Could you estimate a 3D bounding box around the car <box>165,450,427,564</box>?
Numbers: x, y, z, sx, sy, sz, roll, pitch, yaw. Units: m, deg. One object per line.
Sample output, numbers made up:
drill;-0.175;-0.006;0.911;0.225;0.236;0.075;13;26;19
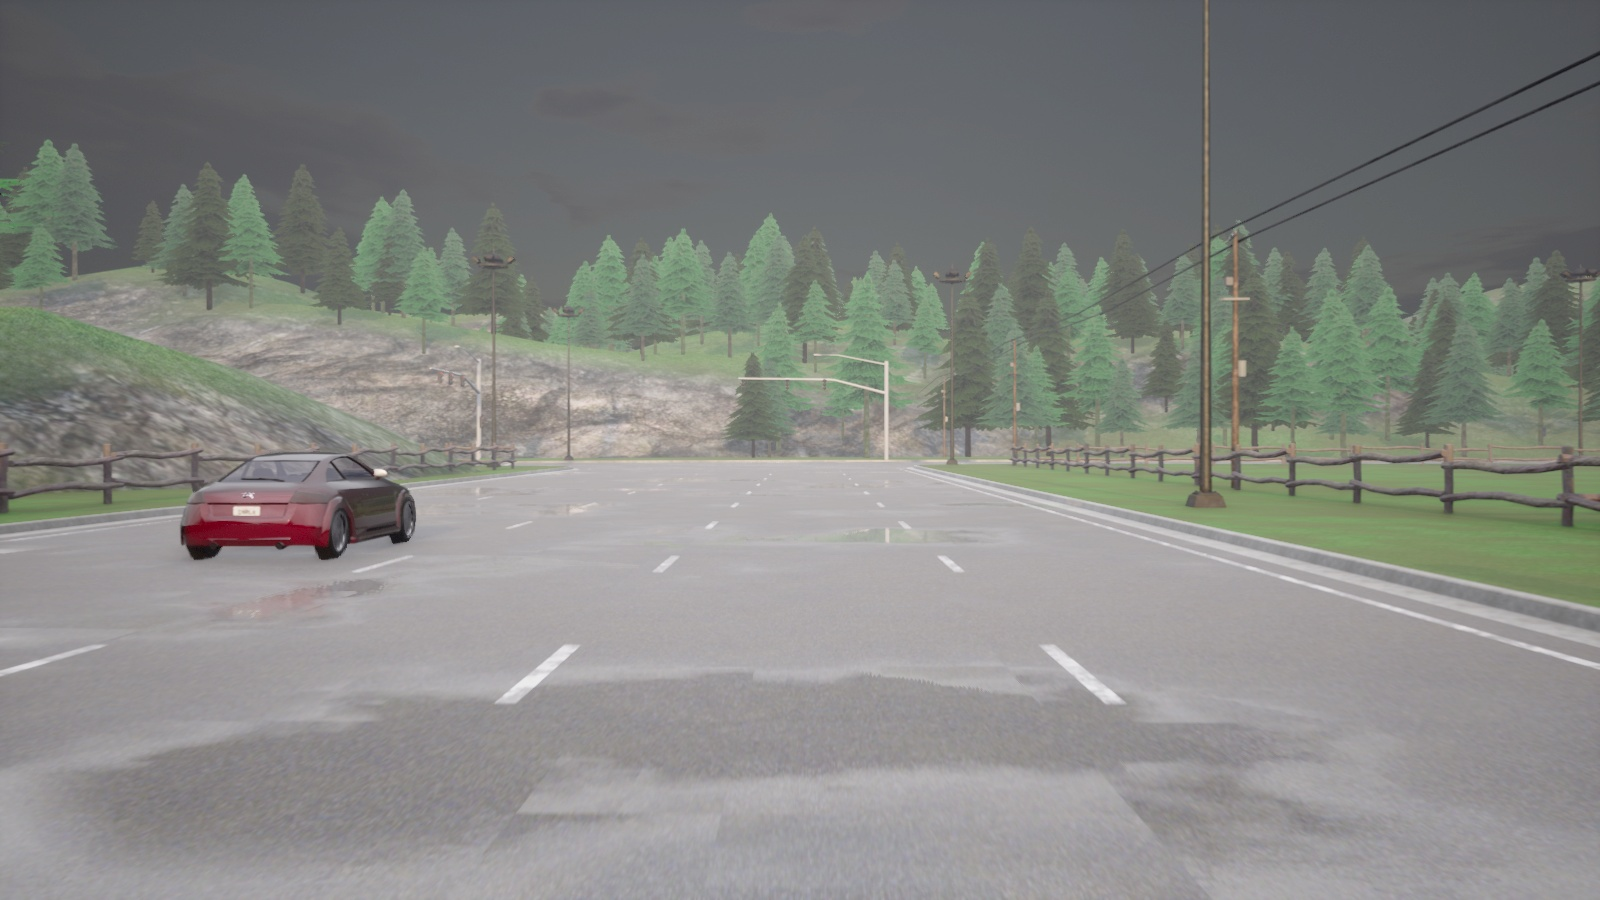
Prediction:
car;-6.885;0.705;17.690;1.994;1.385;4.181;0;0;0
